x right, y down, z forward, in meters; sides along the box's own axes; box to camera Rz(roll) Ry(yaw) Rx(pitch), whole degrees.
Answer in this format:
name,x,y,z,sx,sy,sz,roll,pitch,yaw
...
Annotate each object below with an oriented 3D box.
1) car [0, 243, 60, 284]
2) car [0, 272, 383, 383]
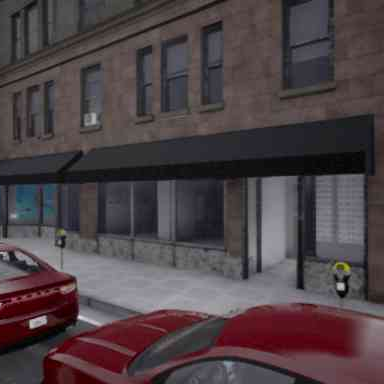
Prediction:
name,x,y,z,sx,sy,sz,roll,pitch,yaw
car,-3.778,1.518,5.555,4.507,1.381,1.887,0,0,36
car,0.691,1.541,2.364,4.507,1.381,1.887,0,0,36
